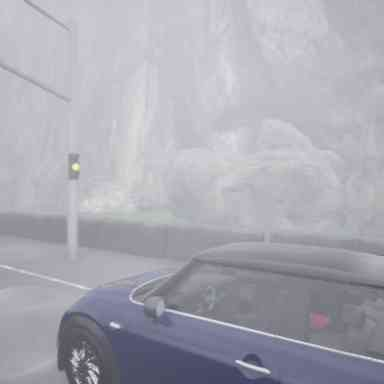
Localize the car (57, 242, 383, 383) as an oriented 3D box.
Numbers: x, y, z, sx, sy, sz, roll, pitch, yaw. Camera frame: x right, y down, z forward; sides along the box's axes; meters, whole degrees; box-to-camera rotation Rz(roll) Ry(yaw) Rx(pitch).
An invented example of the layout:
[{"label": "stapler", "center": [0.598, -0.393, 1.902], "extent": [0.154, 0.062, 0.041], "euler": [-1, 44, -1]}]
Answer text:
[{"label": "car", "center": [0.581, 1.354, 3.576], "extent": [4.553, 1.767, 2.097], "euler": [0, 0, 35]}]
